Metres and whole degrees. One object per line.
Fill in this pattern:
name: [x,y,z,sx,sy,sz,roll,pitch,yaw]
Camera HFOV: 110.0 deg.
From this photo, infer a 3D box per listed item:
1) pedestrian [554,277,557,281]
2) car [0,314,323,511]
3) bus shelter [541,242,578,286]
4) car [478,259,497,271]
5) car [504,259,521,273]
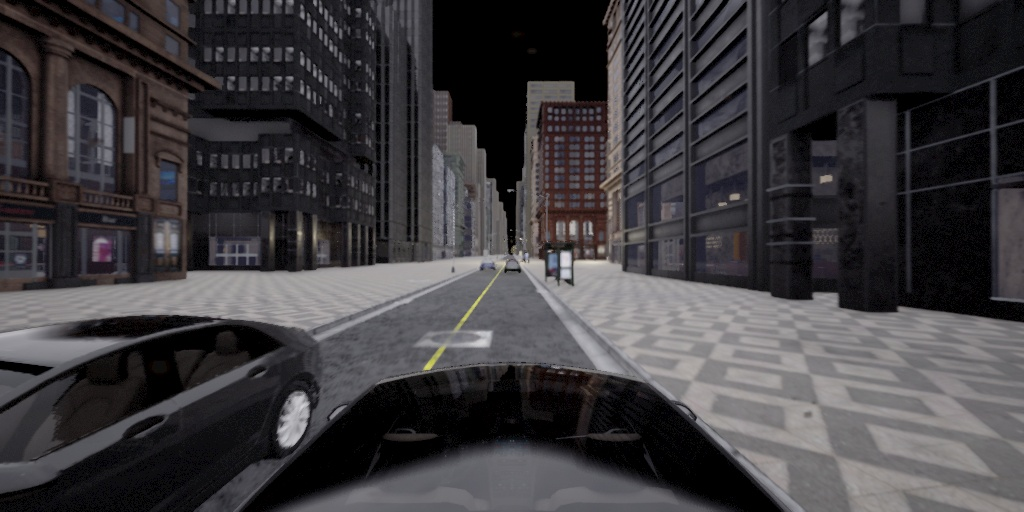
pedestrian: [3.144,0.842,25.957,0.375,1.860,0.375,1,0,-10]
car: [-3.100,1.254,2.231,1.837,1.490,4.892,0,0,0]
bus shelter: [3.143,0.582,23.390,1.920,2.740,3.880,0,0,0]
car: [-3.057,1.171,45.593,1.812,1.442,4.674,0,0,0]
car: [0.085,1.219,42.293,1.994,1.385,4.181,0,0,0]
